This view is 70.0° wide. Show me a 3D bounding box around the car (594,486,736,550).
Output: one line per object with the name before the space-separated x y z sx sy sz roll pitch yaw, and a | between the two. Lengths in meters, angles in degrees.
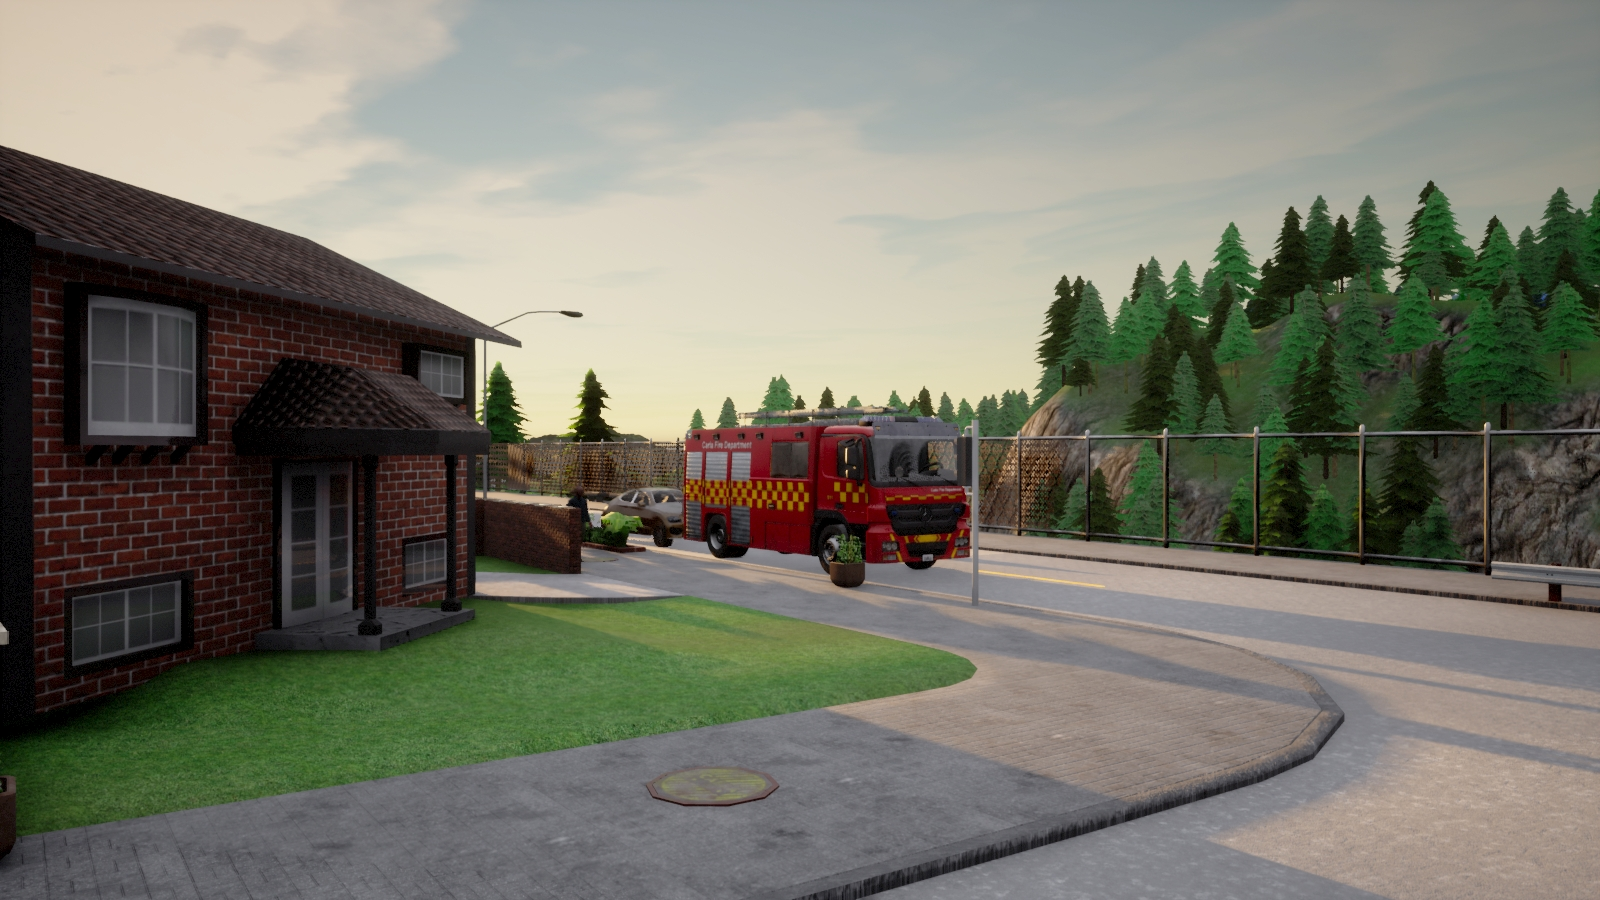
car | -4.206 1.992 34.848 2.152 1.651 5.027 0 0 -35

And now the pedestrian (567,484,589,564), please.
pedestrian | -5.273 1.745 27.111 0.375 1.860 0.375 0 0 -37

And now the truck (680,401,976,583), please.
truck | 0.353 0.890 28.322 2.891 3.827 8.468 0 0 -35
